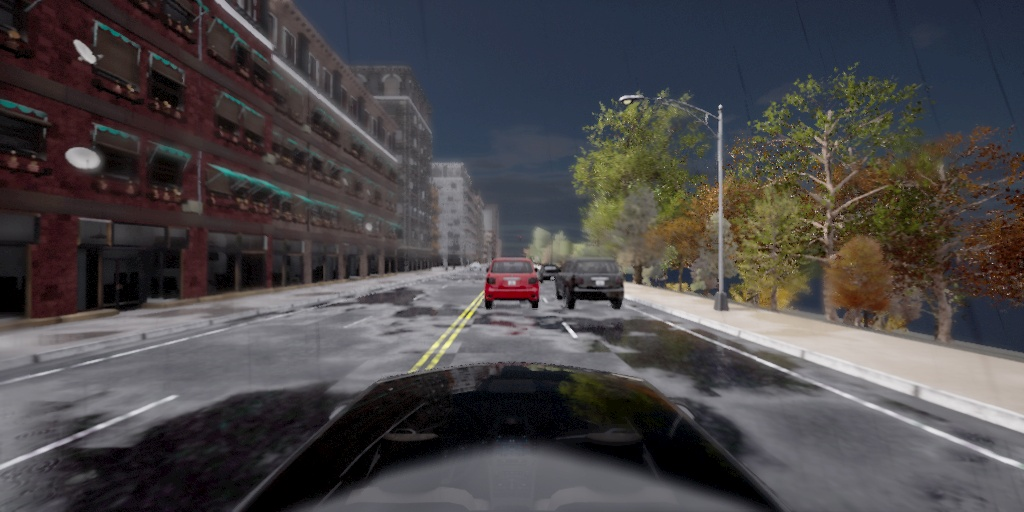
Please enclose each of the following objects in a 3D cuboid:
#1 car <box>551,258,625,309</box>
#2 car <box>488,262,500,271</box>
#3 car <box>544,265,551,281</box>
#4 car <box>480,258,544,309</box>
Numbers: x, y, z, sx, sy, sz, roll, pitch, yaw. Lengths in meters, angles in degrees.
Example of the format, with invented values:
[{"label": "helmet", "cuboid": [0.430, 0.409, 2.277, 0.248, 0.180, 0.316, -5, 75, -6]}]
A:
[{"label": "car", "cuboid": [3.246, 1.107, 15.886, 2.150, 2.045, 5.566, 0, 0, 0]}, {"label": "car", "cuboid": [-3.277, 1.910, 65.299, 1.837, 1.490, 4.892, 0, -1, 0]}, {"label": "car", "cuboid": [3.245, 1.550, 31.152, 1.837, 1.490, 4.892, 0, 0, 0]}, {"label": "car", "cuboid": [-0.004, 1.106, 15.868, 2.150, 2.045, 5.566, 0, 0, 0]}]
